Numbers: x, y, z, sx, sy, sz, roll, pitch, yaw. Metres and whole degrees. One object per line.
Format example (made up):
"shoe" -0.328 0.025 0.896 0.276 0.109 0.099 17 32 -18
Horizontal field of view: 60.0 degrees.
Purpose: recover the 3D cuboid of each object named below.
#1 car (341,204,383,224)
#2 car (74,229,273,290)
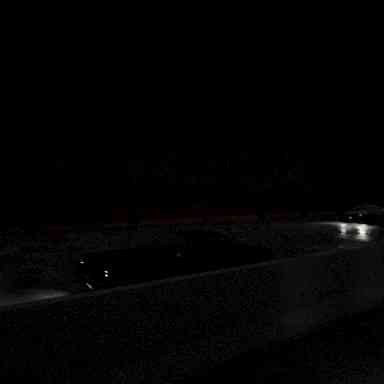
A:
"car" 14.086 1.731 26.952 4.674 1.442 1.812 1 0 -36
"car" -0.283 1.634 8.088 4.718 1.301 1.895 1 0 -35
